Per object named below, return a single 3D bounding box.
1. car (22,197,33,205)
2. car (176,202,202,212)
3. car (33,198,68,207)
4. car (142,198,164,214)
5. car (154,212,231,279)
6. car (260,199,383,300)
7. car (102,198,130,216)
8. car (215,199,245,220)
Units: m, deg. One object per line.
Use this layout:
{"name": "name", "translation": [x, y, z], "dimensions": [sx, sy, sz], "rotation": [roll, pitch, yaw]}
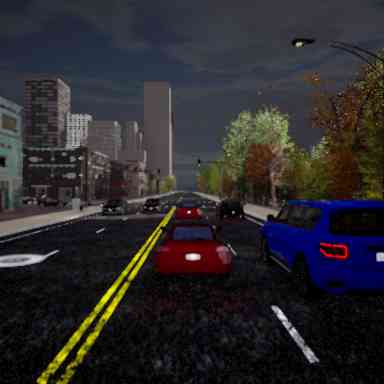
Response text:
{"name": "car", "translation": [-29.159, 1.524, 57.807], "dimensions": [4.403, 1.369, 2.008], "rotation": [-1, 2, -1]}
{"name": "car", "translation": [-0.250, 1.430, 26.174], "dimensions": [1.994, 1.385, 4.181], "rotation": [0, 0, -1]}
{"name": "car", "translation": [-20.688, 1.568, 49.433], "dimensions": [4.313, 1.339, 1.947], "rotation": [-1, 2, -1]}
{"name": "car", "translation": [-3.782, 1.339, 32.888], "dimensions": [1.837, 1.490, 4.892], "rotation": [0, 0, -1]}
{"name": "car", "translation": [-0.001, 1.512, 9.955], "dimensions": [1.994, 1.385, 4.181], "rotation": [0, 0, -1]}
{"name": "car", "translation": [3.274, 1.180, 8.386], "dimensions": [2.150, 2.045, 5.566], "rotation": [0, 1, -1]}
{"name": "car", "translation": [-7.009, 1.350, 30.917], "dimensions": [1.837, 1.490, 4.892], "rotation": [0, 0, -1]}
{"name": "car", "translation": [2.989, 1.339, 26.873], "dimensions": [1.882, 1.535, 5.008], "rotation": [0, 0, -1]}
